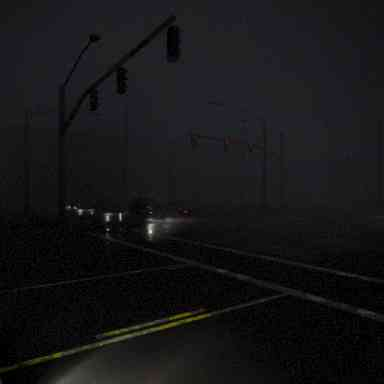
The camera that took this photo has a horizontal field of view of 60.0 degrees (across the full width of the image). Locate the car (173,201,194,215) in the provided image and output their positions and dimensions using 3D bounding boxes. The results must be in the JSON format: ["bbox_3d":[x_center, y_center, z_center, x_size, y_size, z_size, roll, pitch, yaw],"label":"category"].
[{"bbox_3d":[-1.916,1.601,33.796,1.895,1.301,4.718,0,0,-36],"label":"car"}]

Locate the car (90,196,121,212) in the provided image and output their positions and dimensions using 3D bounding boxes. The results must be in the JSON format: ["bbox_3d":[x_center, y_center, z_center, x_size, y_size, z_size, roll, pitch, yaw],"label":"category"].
[{"bbox_3d":[-9.832,1.526,38.456,1.812,1.442,4.674,0,0,-36],"label":"car"}]

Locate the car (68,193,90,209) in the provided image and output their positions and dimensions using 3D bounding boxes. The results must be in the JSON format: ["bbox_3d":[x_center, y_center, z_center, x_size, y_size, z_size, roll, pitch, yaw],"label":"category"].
[{"bbox_3d":[-15.569,1.221,46.641,2.150,2.045,5.566,0,0,-33],"label":"car"}]

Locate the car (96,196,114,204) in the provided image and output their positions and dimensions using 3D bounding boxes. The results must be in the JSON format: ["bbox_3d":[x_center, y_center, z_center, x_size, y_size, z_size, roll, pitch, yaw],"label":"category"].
[{"bbox_3d":[-16.415,1.525,62.934,1.812,1.442,4.674,0,0,3],"label":"car"}]

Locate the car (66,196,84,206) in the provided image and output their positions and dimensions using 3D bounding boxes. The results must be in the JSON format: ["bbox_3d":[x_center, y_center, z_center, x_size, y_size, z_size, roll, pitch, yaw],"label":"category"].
[{"bbox_3d":[-19.602,1.491,56.030,2.128,1.511,4.902,0,0,-10],"label":"car"}]

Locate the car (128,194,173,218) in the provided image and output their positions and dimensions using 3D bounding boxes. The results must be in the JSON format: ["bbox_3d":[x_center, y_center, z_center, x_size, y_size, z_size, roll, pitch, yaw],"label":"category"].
[{"bbox_3d":[-4.054,1.352,30.447,2.097,1.767,4.553,0,0,-36],"label":"car"}]

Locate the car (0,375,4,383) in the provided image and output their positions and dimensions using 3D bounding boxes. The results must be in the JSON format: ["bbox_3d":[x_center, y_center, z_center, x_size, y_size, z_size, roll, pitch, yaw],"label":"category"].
[{"bbox_3d":[-3.664,1.547,1.195,5.357,1.411,2.033,0,0,-35],"label":"car"}]
